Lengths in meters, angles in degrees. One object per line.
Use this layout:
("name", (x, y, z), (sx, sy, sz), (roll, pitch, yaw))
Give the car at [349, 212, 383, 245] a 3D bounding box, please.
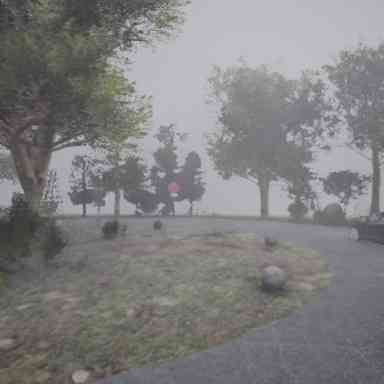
("car", (8.295, 1.510, 13.596), (1.882, 1.535, 5.008), (1, 0, 1))
